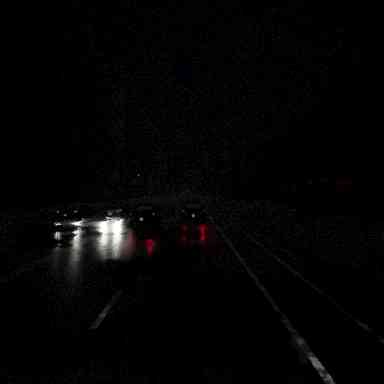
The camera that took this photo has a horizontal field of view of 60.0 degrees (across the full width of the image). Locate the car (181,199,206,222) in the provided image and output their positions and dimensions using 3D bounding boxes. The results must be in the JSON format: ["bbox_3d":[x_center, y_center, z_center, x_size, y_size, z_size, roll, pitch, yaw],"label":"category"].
[{"bbox_3d":[0.103,1.531,26.350,1.812,1.442,4.674,0,0,0],"label":"car"}]

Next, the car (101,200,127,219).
[{"bbox_3d":[-6.558,1.504,29.123,2.128,1.511,4.902,0,0,0],"label":"car"}]

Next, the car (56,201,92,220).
[{"bbox_3d":[-9.814,1.534,28.109,1.812,1.442,4.674,0,0,0],"label":"car"}]

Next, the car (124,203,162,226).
[{"bbox_3d":[-3.147,1.527,23.017,1.812,1.442,4.674,0,0,0],"label":"car"}]
